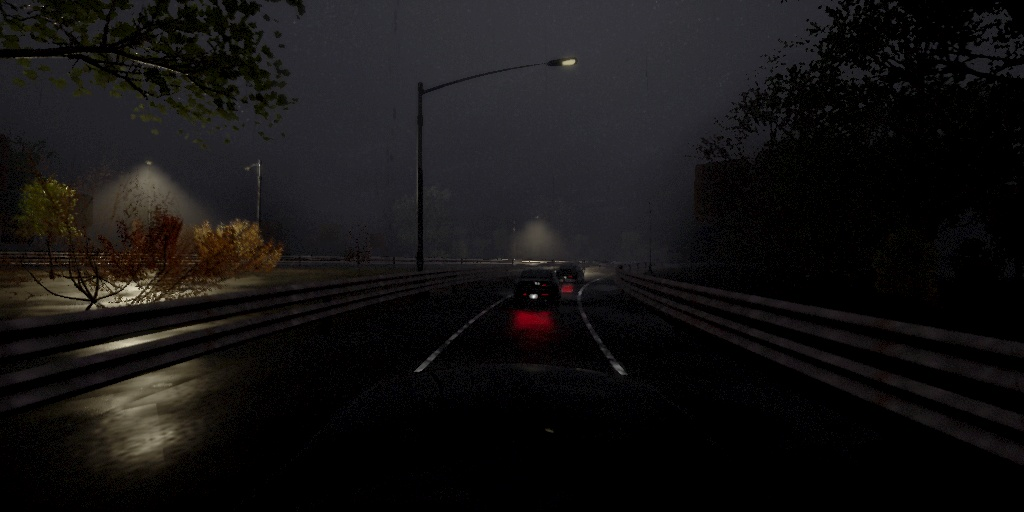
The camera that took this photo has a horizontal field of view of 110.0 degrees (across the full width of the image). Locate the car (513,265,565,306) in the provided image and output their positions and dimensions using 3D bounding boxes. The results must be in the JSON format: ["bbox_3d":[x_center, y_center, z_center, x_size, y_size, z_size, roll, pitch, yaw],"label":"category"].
[{"bbox_3d":[1.242,1.307,16.097,1.837,1.490,4.892,0,0,10],"label":"car"}]

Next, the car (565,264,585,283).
[{"bbox_3d":[4.943,1.439,30.309,1.837,1.490,4.892,0,-1,19],"label":"car"}]
